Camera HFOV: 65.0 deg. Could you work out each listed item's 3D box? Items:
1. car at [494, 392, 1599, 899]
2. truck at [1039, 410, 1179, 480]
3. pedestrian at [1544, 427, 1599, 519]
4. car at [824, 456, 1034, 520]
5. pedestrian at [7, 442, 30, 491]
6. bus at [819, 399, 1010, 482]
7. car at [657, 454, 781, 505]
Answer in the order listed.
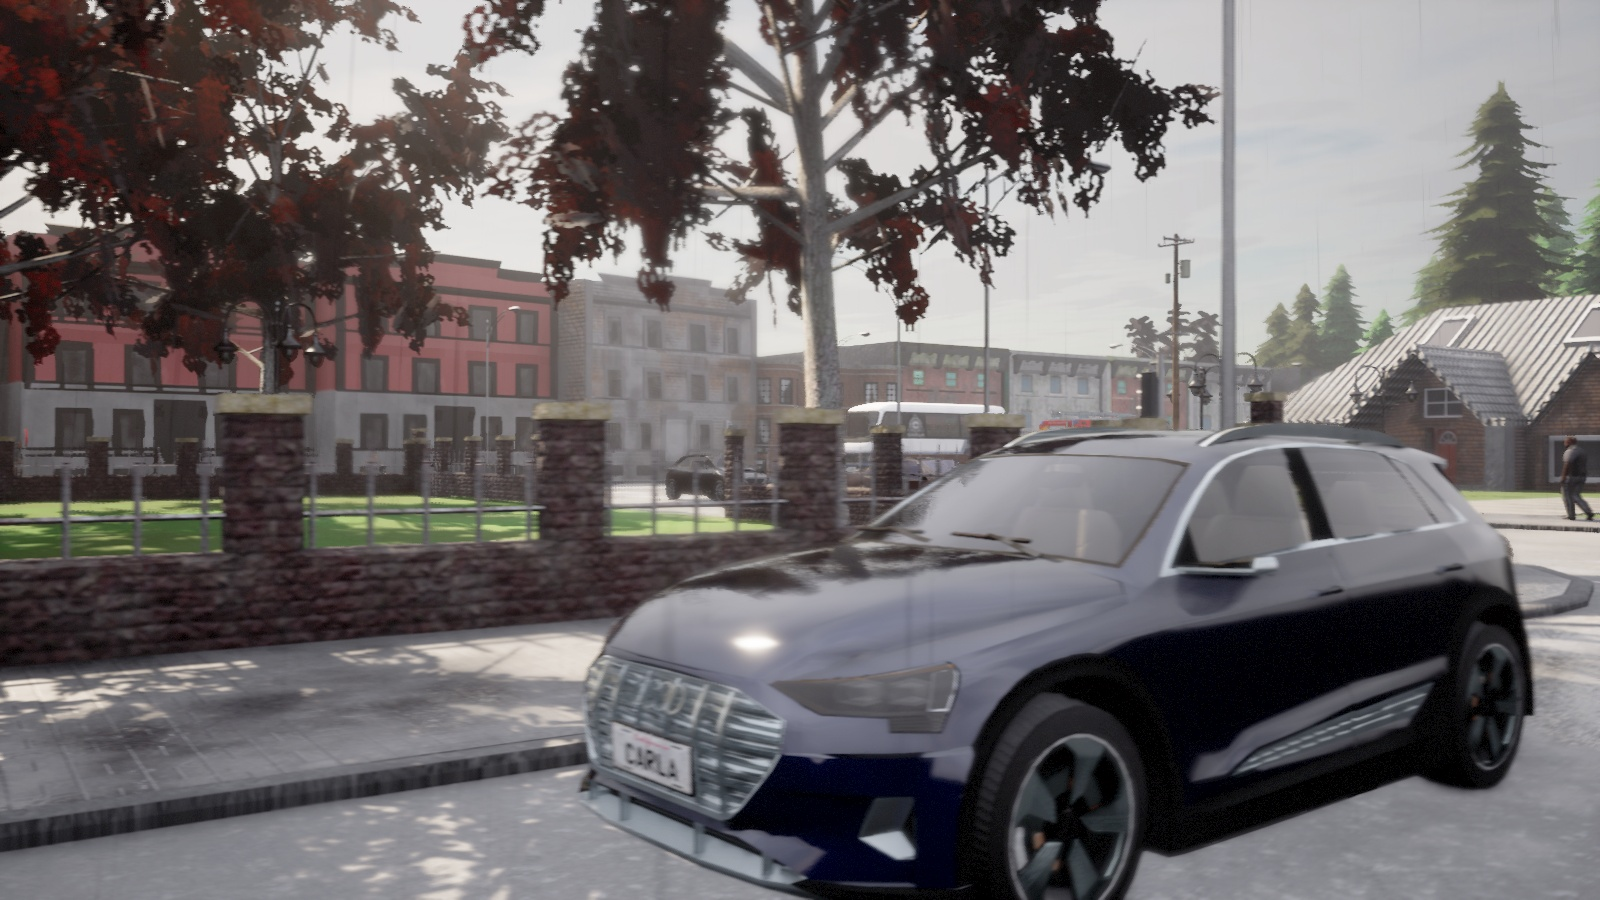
[{"bbox_3d":[1.388,0.685,5.423,4.856,1.649,2.033,0,0,-39],"label":"car"},{"bbox_3d":[17.766,-0.281,71.824,8.468,3.827,2.891,0,0,-35],"label":"truck"},{"bbox_3d":[16.139,0.480,26.224,0.563,1.883,0.849,0,0,-30],"label":"pedestrian"},{"bbox_3d":[3.042,0.861,30.810,2.033,1.411,5.357,0,0,-37],"label":"car"},{"bbox_3d":[-30.030,0.636,48.236,0.694,1.848,0.540,0,0,-25],"label":"pedestrian"},{"bbox_3d":[6.379,-0.476,68.792,10.273,4.253,3.944,0,0,-35],"label":"bus"},{"bbox_3d":[-2.544,0.859,38.809,1.816,1.474,4.193,0,0,-37],"label":"car"}]
